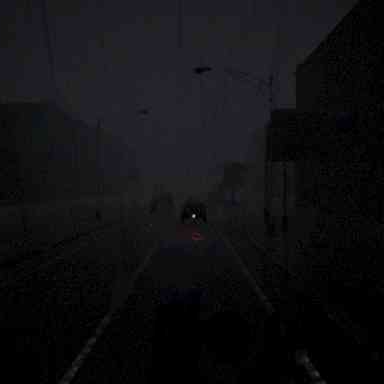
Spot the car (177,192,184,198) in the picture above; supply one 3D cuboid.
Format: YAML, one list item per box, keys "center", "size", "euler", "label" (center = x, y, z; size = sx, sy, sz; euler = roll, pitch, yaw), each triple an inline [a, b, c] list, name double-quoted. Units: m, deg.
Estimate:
- center: [-2.926, 0.872, 77.369]
  size: [1.837, 1.490, 4.892]
  euler: [0, 0, 0]
  label: "car"

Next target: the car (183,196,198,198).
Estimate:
- center: [0.140, 1.362, 42.172]
  size: [2.033, 1.411, 5.357]
  euler: [0, 0, 0]
  label: "car"

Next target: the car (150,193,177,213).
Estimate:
- center: [-3.064, 1.086, 34.926]
  size: [2.150, 2.045, 5.566]
  euler: [0, 0, 0]
  label: "car"

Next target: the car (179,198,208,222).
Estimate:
- center: [0.124, 1.419, 25.422]
  size: [1.837, 1.490, 4.892]
  euler: [0, 0, 0]
  label: "car"
